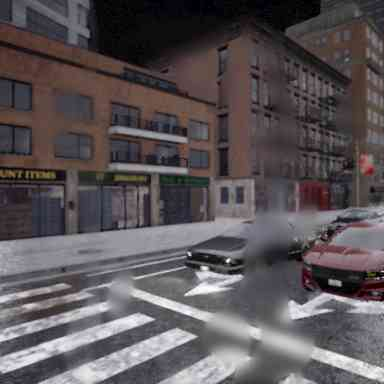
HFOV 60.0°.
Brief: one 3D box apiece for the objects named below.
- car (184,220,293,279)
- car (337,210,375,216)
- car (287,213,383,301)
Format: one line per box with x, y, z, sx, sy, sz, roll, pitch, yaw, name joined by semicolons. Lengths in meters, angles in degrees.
2.197;1.629;10.652;2.033;1.411;5.357;-1;-1;45;car
8.646;1.649;17.231;1.994;1.385;4.181;-1;-1;44;car
4.538;1.518;8.360;1.882;1.535;5.008;-1;-1;44;car
